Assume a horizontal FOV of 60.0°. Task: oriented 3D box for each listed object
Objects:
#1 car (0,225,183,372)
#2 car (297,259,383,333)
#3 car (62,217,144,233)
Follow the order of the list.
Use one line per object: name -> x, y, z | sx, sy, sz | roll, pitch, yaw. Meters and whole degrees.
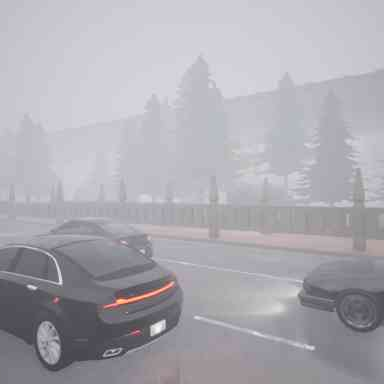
car -> -2.411, 1.505, 5.707 | 4.892, 1.490, 1.837 | 0, 0, 35
car -> 4.510, 1.547, 5.075 | 5.357, 1.411, 2.033 | 0, 0, 35
car -> -3.305, 1.525, 10.637 | 4.674, 1.442, 1.812 | 0, 0, 35
